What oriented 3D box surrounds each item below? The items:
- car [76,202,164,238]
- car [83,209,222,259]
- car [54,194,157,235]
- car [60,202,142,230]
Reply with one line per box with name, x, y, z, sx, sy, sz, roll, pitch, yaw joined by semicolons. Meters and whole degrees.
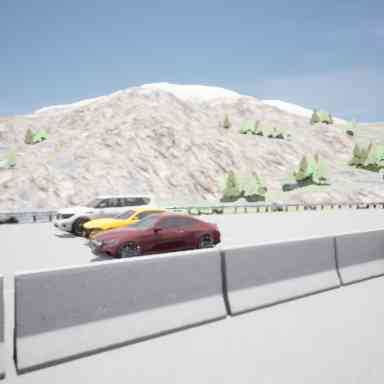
car;-2.274;1.424;14.945;5.008;1.535;1.882;0;0;-33
car;-1.090;1.484;11.553;4.674;1.442;1.812;0;0;-33
car;-4.341;1.160;17.790;5.566;2.045;2.150;0;0;-33
car;-5.702;1.453;21.052;4.674;1.442;1.812;0;0;-32
